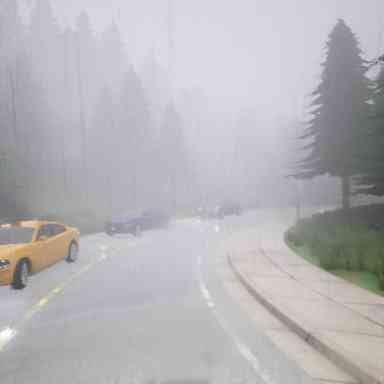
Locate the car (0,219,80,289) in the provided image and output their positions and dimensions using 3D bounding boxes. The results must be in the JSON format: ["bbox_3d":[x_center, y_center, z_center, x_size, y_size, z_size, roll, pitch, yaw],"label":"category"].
[{"bbox_3d":[-5.020,1.644,9.905,1.882,1.535,5.008,-2,0,2],"label":"car"}]

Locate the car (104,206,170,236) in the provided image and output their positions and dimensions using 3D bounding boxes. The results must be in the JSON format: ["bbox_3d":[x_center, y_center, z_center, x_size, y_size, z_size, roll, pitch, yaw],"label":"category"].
[{"bbox_3d":[-3.074,1.596,19.488,1.882,1.535,5.008,-2,0,24],"label":"car"}]

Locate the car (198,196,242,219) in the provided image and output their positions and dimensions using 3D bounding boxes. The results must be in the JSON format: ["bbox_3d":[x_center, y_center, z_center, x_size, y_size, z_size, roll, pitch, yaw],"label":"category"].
[{"bbox_3d":[2.465,1.309,28.768,2.097,1.767,4.553,-2,0,36],"label":"car"}]
